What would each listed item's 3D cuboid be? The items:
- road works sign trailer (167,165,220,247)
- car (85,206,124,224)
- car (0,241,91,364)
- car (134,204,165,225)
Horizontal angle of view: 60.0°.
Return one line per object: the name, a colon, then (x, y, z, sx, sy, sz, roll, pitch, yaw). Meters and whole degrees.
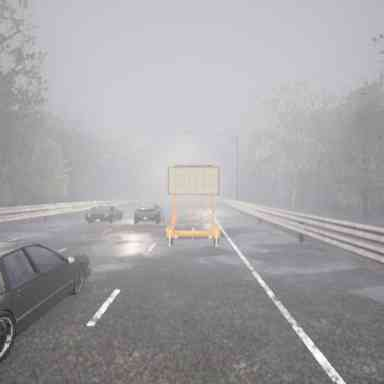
road works sign trailer: (0.076, 0.546, 15.500, 2.380, 3.560, 2.880, 0, 0, 1)
car: (-6.678, 1.738, 25.948, 1.895, 1.301, 4.718, 0, 0, 1)
car: (-3.385, 1.579, 5.706, 2.033, 1.411, 5.357, 0, 0, 0)
car: (-3.191, 1.624, 25.500, 2.128, 1.511, 4.902, 0, 0, 1)
